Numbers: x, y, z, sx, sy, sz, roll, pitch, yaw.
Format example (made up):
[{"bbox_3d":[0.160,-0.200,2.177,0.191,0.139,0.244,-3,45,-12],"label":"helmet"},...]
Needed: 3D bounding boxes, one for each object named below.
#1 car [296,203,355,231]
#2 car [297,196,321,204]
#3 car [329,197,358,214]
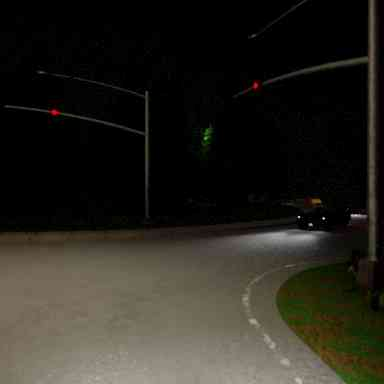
[{"bbox_3d":[8.297,1.572,20.809,1.895,1.301,4.718,0,0,41],"label":"car"},{"bbox_3d":[19.634,1.447,56.053,1.882,1.535,5.008,0,0,-16],"label":"car"},{"bbox_3d":[15.533,1.534,34.107,1.994,1.385,4.181,0,0,13],"label":"car"}]
